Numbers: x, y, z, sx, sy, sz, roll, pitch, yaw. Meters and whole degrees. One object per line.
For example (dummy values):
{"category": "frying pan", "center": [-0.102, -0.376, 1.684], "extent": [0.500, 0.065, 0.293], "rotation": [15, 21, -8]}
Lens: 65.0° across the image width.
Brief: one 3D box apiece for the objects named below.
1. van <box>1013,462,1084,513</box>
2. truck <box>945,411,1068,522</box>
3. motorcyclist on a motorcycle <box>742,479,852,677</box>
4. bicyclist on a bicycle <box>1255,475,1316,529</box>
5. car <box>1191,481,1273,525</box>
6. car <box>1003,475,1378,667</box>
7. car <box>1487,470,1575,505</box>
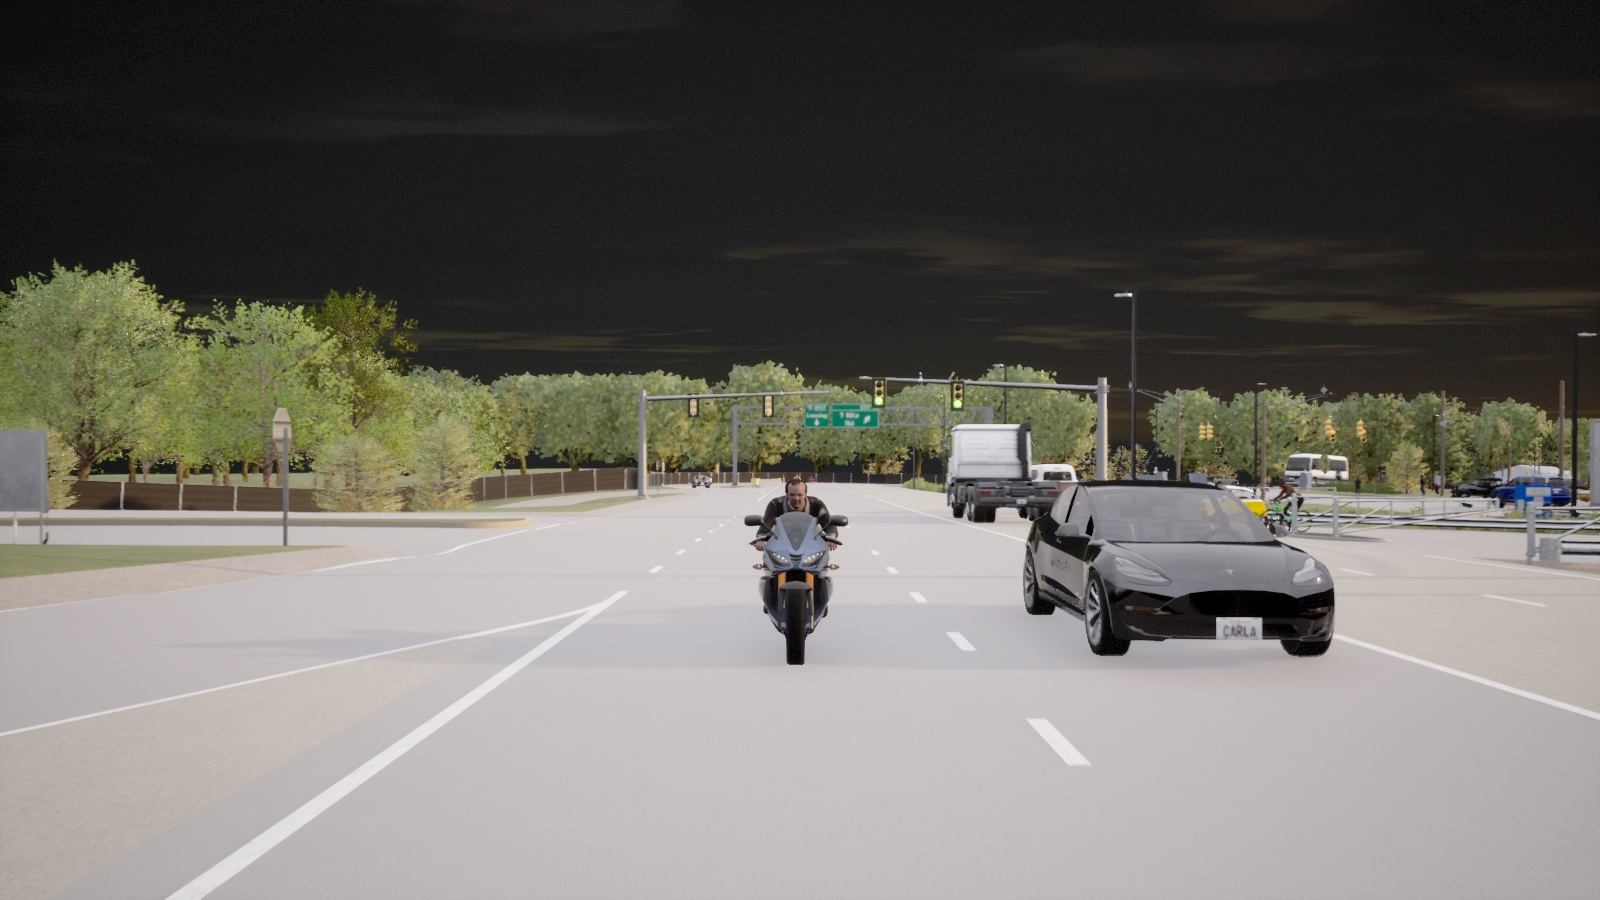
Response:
{"category": "van", "center": [10.373, 1.529, 52.676], "extent": [2.069, 2.038, 4.480], "rotation": [0, -1, 0]}
{"category": "truck", "center": [6.890, 0.613, 43.117], "extent": [2.891, 3.462, 7.936], "rotation": [0, -1, 0]}
{"category": "motorcyclist on a motorcycle", "center": [-0.027, 1.033, 10.983], "extent": [0.866, 1.530, 2.191], "rotation": [0, -1, 0]}
{"category": "bicyclist on a bicycle", "center": [15.077, 1.611, 39.002], "extent": [1.656, 1.620, 0.582], "rotation": [1, -1, -1]}
{"category": "car", "center": [14.593, 1.778, 42.501], "extent": [2.207, 1.376, 1.481], "rotation": [2, -1, -2]}
{"category": "car", "center": [3.470, 1.006, 12.319], "extent": [2.163, 1.488, 4.792], "rotation": [0, -1, 0]}
{"category": "car", "center": [44.999, 2.263, 77.475], "extent": [2.150, 2.045, 5.566], "rotation": [0, -1, 0]}
